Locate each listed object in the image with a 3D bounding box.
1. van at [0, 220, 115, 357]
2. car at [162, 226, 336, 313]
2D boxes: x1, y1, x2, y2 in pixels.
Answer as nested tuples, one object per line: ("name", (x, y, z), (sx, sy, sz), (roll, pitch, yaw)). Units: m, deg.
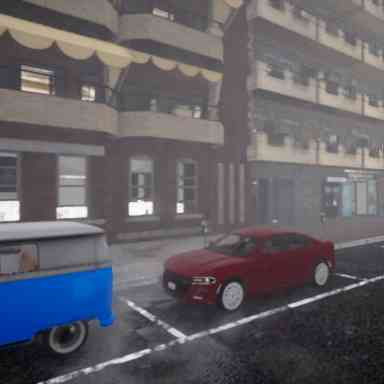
("van", (-3.042, 1.341, 4.384), (3.998, 1.788, 1.690), (0, 0, -36))
("car", (1.454, 1.514, 7.593), (4.507, 1.381, 1.887), (0, 0, -36))
